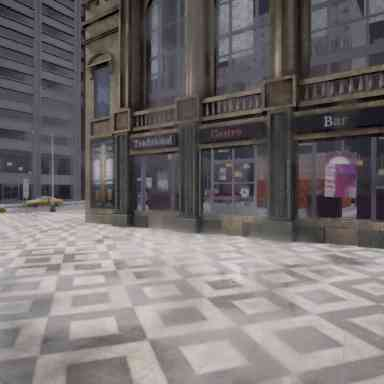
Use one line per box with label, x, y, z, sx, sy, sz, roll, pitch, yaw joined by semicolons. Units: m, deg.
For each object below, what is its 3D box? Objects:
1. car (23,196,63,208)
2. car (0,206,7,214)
car;-18.577;1.145;41.619;1.752;1.417;4.829;1;2;36
car;-18.097;1.342;27.718;1.752;1.417;4.829;1;2;36
